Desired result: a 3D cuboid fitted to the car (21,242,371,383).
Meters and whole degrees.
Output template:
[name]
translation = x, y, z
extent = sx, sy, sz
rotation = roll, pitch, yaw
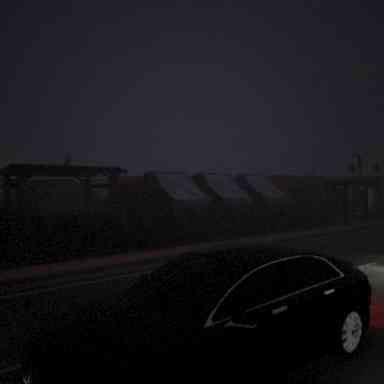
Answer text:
[car]
translation = 0.494, 1.506, 4.366
extent = 4.892, 1.490, 1.837
rotation = -1, 0, -36
